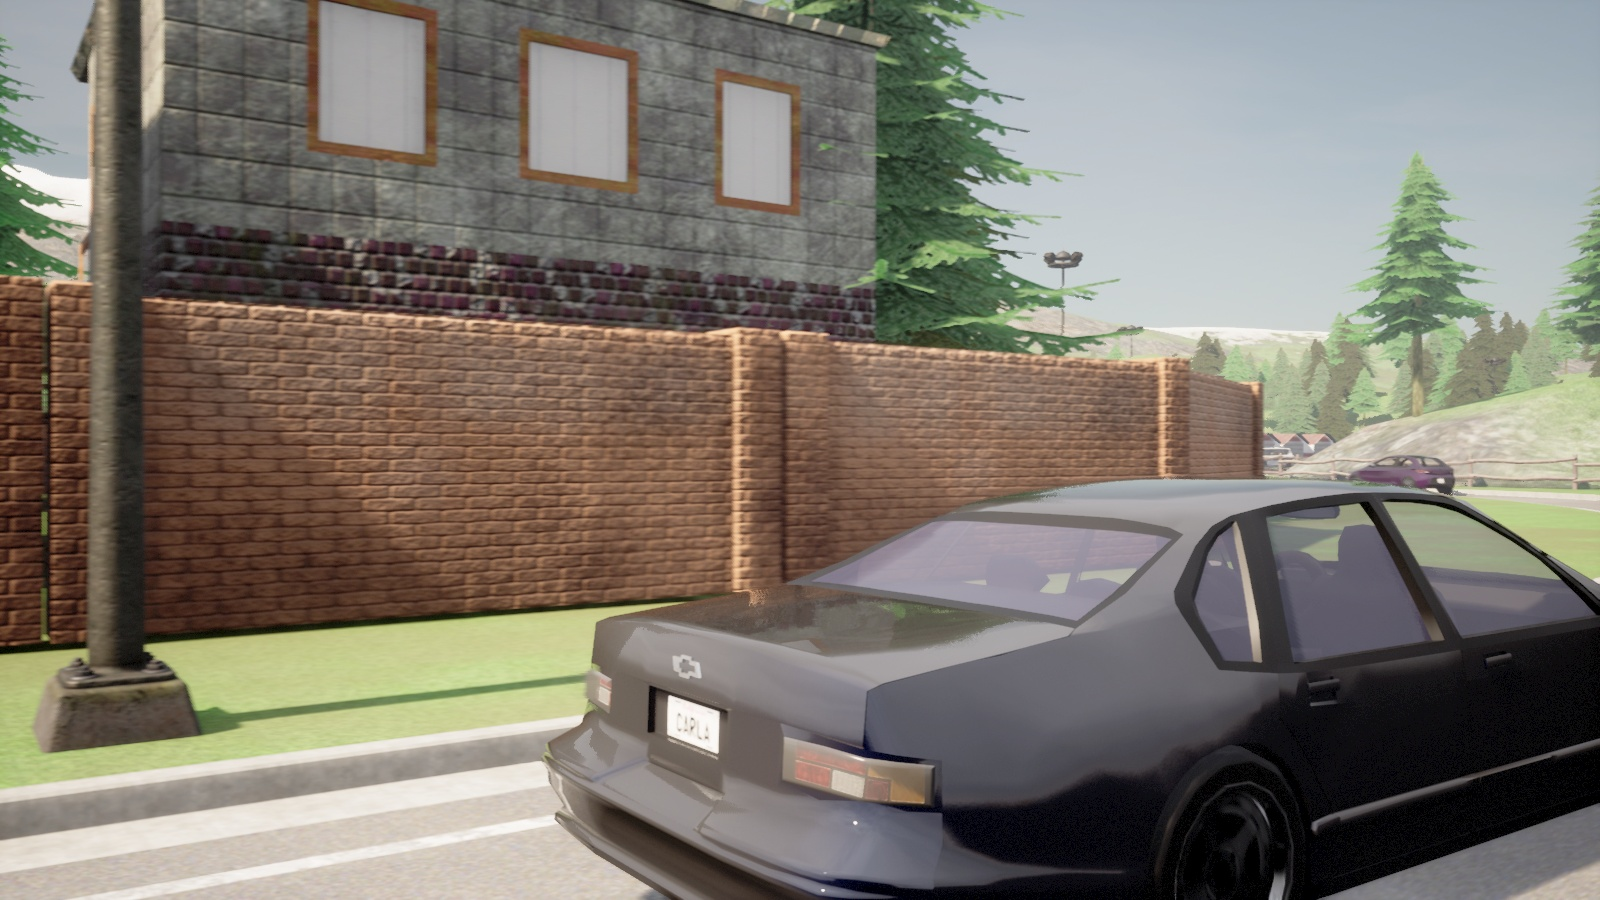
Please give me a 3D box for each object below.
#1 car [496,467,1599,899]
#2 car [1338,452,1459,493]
[{"bbox_3d":[1.765,0.800,4.888,5.357,1.411,2.033,0,0,-35],"label":"car"},{"bbox_3d":[22.442,0.827,47.263,1.816,1.474,4.193,0,0,-16],"label":"car"}]
